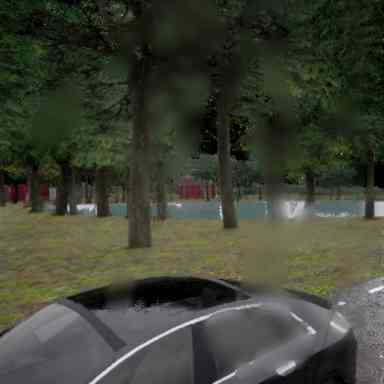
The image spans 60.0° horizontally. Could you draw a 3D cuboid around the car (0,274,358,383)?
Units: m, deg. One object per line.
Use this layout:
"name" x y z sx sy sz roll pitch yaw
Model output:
"car" -0.533 1.579 2.634 4.892 1.490 1.837 0 -2 -38
